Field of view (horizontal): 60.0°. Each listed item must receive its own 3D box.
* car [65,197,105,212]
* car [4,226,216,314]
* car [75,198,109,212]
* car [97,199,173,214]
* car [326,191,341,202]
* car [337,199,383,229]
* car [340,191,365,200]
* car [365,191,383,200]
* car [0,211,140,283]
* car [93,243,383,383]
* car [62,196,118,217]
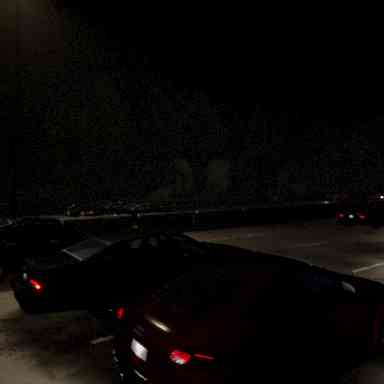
[{"bbox_3d":[-8.009,1.442,28.371,4.902,1.511,2.128,-1,0,-35],"label":"car"},{"bbox_3d":[-0.928,1.533,7.383,5.357,1.411,2.033,0,0,-35],"label":"car"},{"bbox_3d":[-5.976,1.442,25.522,4.902,1.511,2.128,-1,0,-35],"label":"car"},{"bbox_3d":[-3.606,1.438,22.913,4.902,1.511,2.128,-1,0,-35],"label":"car"},{"bbox_3d":[24.478,0.679,55.766,4.553,1.767,2.097,-2,1,-35],"label":"car"},{"bbox_3d":[11.017,1.400,20.200,5.357,1.411,2.033,-1,0,-35],"label":"car"},{"bbox_3d":[26.476,0.875,52.891,5.357,1.411,2.033,-2,1,-35],"label":"car"},{"bbox_3d":[28.766,0.672,50.244,4.553,1.767,2.097,-2,1,-35],"label":"car"},{"bbox_3d":[-4.131,1.499,9.397,4.892,1.490,1.837,0,0,-35],"label":"car"},{"bbox_3d":[1.094,1.550,4.526,4.181,1.385,1.994,0,0,-35],"label":"car"},{"bbox_3d":[-9.628,1.299,31.515,4.553,1.767,2.097,-1,0,-35],"label":"car"}]
